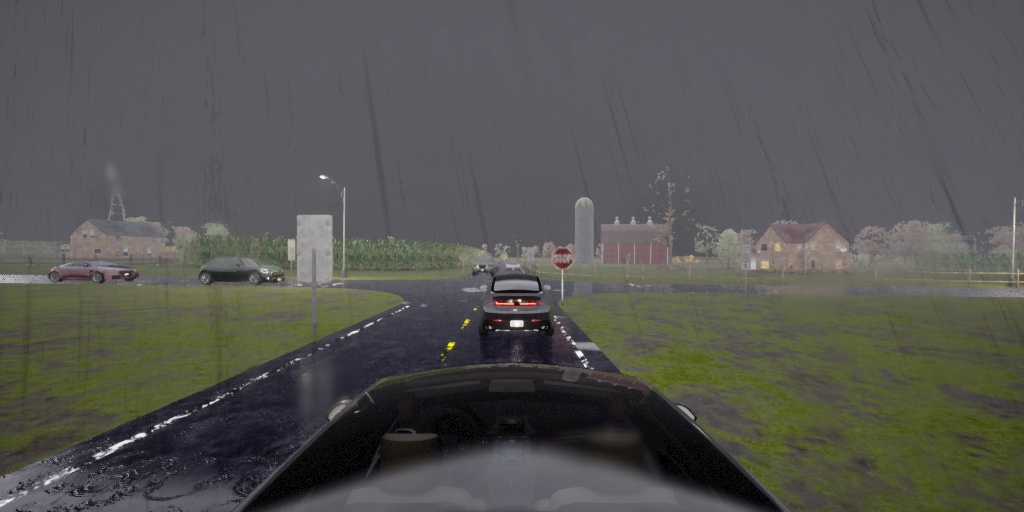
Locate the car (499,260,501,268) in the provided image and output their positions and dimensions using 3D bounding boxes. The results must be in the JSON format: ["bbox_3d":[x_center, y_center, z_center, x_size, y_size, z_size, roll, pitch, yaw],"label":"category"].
[{"bbox_3d":[-2.805,1.257,49.185,1.882,1.535,5.008,0,0,0],"label":"car"}]

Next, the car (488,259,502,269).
[{"bbox_3d":[-2.774,1.288,60.234,2.128,1.511,4.902,0,0,1],"label":"car"}]

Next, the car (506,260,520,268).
[{"bbox_3d":[0.145,1.381,49.800,1.895,1.301,4.718,0,0,0],"label":"car"}]

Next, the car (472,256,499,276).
[{"bbox_3d":[-2.824,0.985,36.778,2.150,2.045,5.566,0,0,0],"label":"car"}]

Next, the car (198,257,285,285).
[{"bbox_3d":[-17.166,0.892,22.993,4.553,1.767,2.097,1,1,0],"label":"car"}]

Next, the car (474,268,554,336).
[{"bbox_3d":[0.106,1.255,10.383,1.837,1.490,4.892,0,0,0],"label":"car"}]

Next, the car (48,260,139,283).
[{"bbox_3d":[-26.691,0.963,22.970,4.181,1.385,1.994,1,1,0],"label":"car"}]
